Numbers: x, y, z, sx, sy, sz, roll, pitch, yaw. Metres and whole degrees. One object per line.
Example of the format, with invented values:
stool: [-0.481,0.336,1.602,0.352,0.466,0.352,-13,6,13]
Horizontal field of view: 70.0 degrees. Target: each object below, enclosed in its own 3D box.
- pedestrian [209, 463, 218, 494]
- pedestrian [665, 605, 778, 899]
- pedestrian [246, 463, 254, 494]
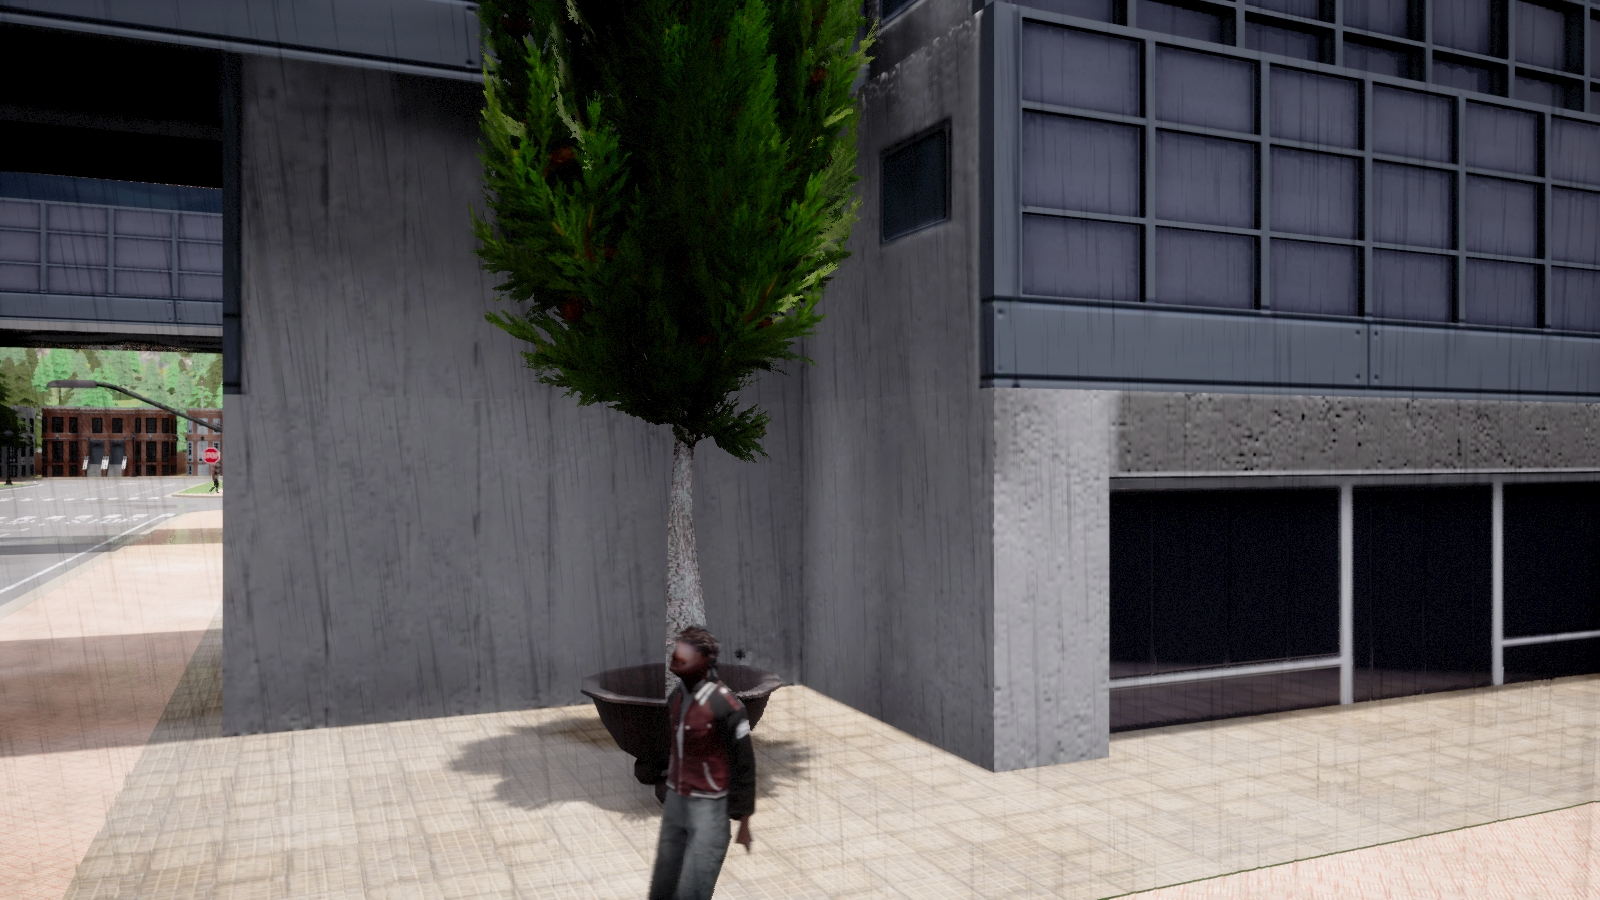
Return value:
pedestrian: [-34.899,1.693,68.014,0.375,1.860,0.375,0,0,-9]
pedestrian: [-0.371,1.698,5.391,0.375,1.860,0.375,0,0,-44]
pedestrian: [-32.704,1.701,67.940,0.375,1.860,0.375,0,0,-42]
